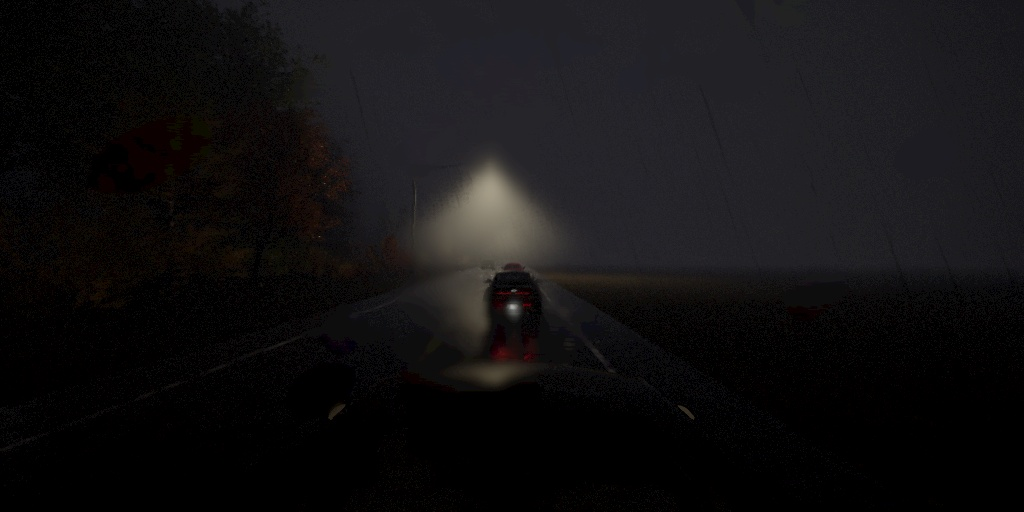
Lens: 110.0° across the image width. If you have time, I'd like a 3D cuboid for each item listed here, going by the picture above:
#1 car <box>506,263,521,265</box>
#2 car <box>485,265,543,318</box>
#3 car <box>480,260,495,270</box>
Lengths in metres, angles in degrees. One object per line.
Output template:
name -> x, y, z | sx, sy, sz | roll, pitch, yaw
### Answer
car -> 0.086, 1.298, 28.926 | 1.812, 1.442, 4.674 | 0, 0, 0
car -> 0.076, 1.266, 12.991 | 1.837, 1.490, 4.892 | 0, 0, 0
car -> -3.548, 1.299, 52.674 | 1.837, 1.490, 4.892 | 0, 0, 0
